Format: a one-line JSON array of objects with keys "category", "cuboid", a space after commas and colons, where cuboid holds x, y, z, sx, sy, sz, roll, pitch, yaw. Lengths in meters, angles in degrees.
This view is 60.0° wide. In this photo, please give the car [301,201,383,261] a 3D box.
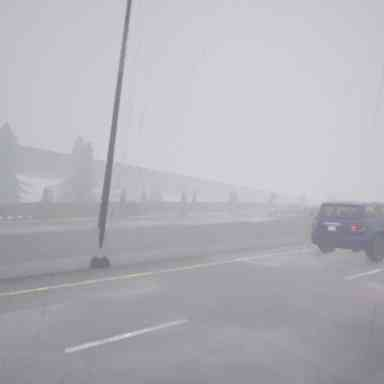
[{"category": "car", "cuboid": [7.030, 1.384, 13.094, 5.566, 2.045, 2.150, 1, -1, -36]}]

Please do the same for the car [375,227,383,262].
[{"category": "car", "cuboid": [7.414, 1.682, 9.063, 5.357, 1.411, 2.033, 1, -1, -36]}]

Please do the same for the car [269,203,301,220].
[{"category": "car", "cuboid": [7.759, 1.744, 22.460, 4.892, 1.490, 1.837, 1, -1, -35]}]
